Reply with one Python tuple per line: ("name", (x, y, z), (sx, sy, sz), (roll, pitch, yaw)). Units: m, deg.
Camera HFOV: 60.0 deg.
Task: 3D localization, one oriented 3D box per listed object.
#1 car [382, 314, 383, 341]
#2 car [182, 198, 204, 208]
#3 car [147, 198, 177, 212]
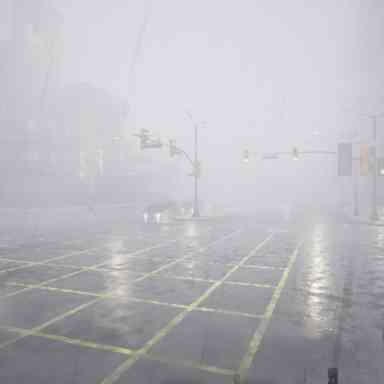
("car", (4.399, 1.565, 3.469), (4.181, 1.385, 1.994), (0, 0, 21))
("car", (0.161, 1.602, 48.544), (1.895, 1.301, 4.718), (0, 0, 21))
("car", (-3.477, 1.478, 38.998), (1.882, 1.535, 5.008), (0, 0, 23))
